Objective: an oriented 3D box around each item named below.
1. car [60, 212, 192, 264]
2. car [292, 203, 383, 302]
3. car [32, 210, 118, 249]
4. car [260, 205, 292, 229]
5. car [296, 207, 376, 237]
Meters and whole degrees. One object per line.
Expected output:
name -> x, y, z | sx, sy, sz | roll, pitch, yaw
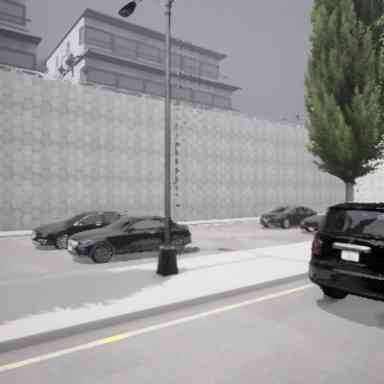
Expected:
car -> -2.134, 1.612, 12.336 | 4.674, 1.442, 1.812 | 0, -1, -36
car -> 4.920, 1.274, 7.352 | 5.566, 2.045, 2.150 | 2, -1, -36
car -> -4.488, 1.606, 14.951 | 4.892, 1.490, 1.837 | 0, 0, -36
car -> 6.787, 1.684, 23.078 | 4.892, 1.490, 1.837 | 0, -1, -36
car -> 8.852, 1.704, 20.252 | 5.357, 1.411, 2.033 | 0, -1, -36
